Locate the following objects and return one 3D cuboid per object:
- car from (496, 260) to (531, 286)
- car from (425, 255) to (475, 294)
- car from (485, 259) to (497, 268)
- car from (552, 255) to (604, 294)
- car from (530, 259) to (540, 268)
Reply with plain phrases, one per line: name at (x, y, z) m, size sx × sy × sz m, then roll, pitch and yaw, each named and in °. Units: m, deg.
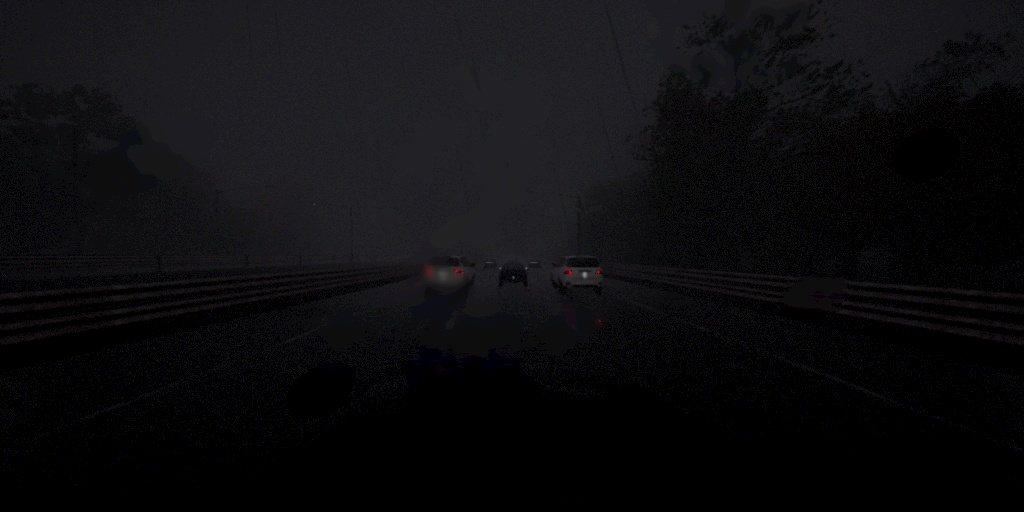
car at (0.094, 1.226, 25.416) m, size 1.882 × 1.535 × 5.008 m, roll 0°, pitch 0°, yaw 0°
car at (-3.407, 0.972, 20.466) m, size 2.150 × 2.045 × 5.566 m, roll 0°, pitch 0°, yaw 0°
car at (-3.412, 1.237, 58.713) m, size 2.128 × 1.511 × 4.902 m, roll 0°, pitch 0°, yaw 0°
car at (3.591, 0.972, 20.356) m, size 2.150 × 2.045 × 5.566 m, roll 0°, pitch 0°, yaw 0°
car at (3.588, 1.237, 58.552) m, size 2.128 × 1.511 × 4.902 m, roll 0°, pitch 0°, yaw 0°
